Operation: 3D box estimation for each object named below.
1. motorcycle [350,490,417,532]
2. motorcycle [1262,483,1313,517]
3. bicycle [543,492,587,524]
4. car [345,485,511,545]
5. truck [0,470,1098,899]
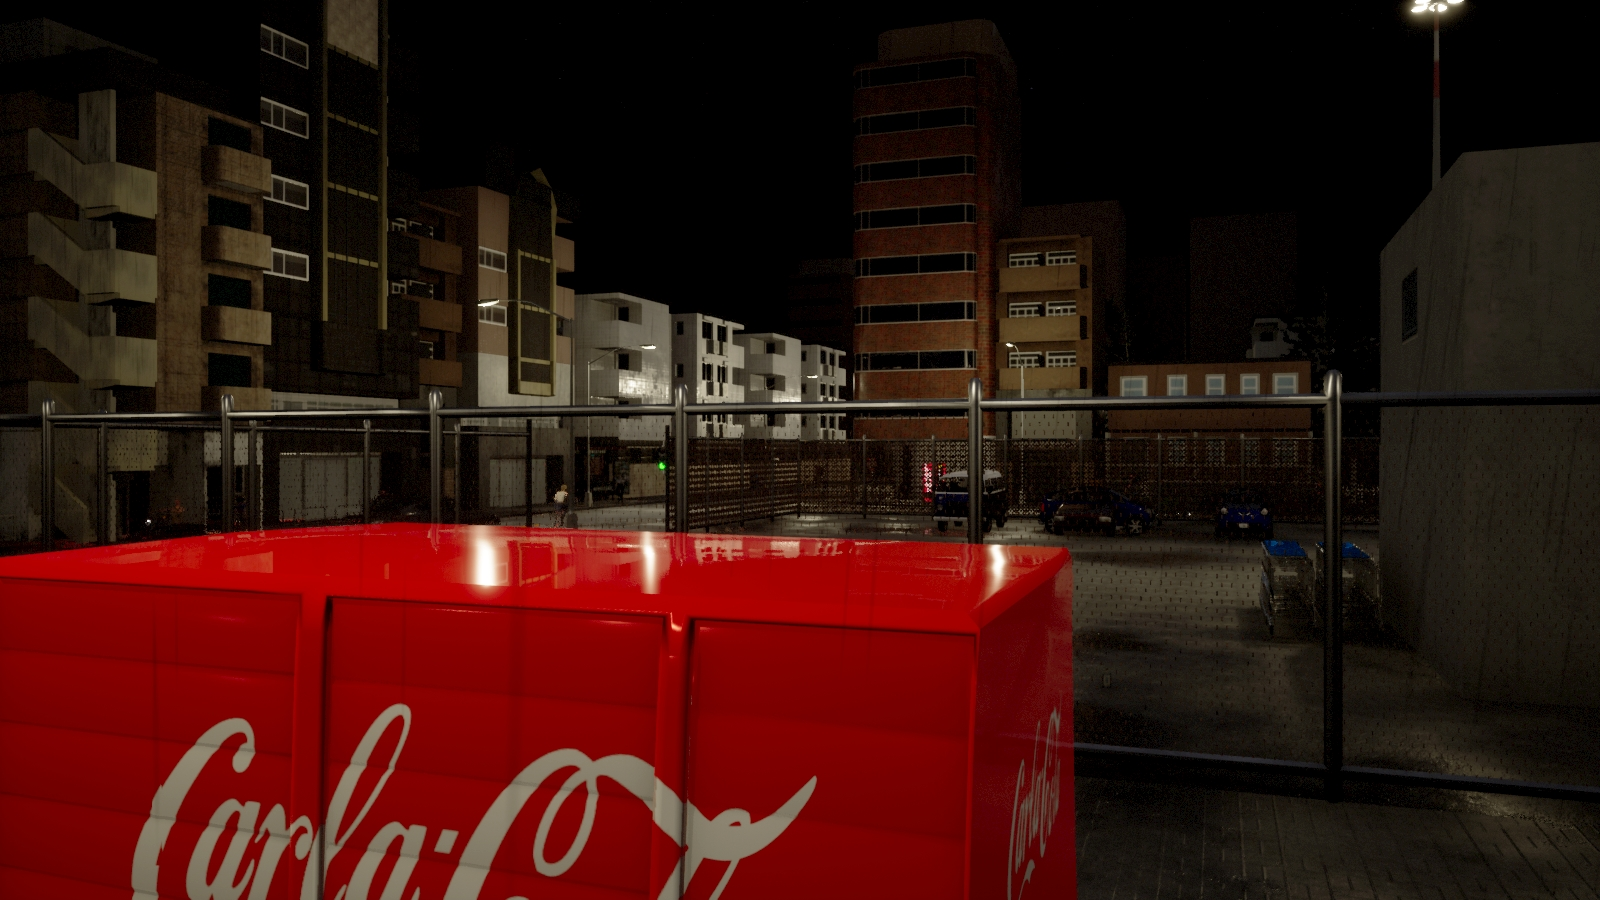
[{"bbox_3d":[-13.689,1.995,37.648,0.867,1.251,2.209,0,0,20],"label":"motorcycle"},{"bbox_3d":[19.221,1.962,45.099,1.805,1.236,0.856,0,0,20],"label":"motorcycle"},{"bbox_3d":[-8.338,2.045,40.610,0.859,1.080,1.487,0,0,20],"label":"bicycle"},{"bbox_3d":[-10.889,1.851,33.817,2.163,1.488,4.792,0,0,20],"label":"car"},{"bbox_3d":[-1.648,1.349,4.450,5.204,2.467,2.627,0,0,20],"label":"truck"}]
